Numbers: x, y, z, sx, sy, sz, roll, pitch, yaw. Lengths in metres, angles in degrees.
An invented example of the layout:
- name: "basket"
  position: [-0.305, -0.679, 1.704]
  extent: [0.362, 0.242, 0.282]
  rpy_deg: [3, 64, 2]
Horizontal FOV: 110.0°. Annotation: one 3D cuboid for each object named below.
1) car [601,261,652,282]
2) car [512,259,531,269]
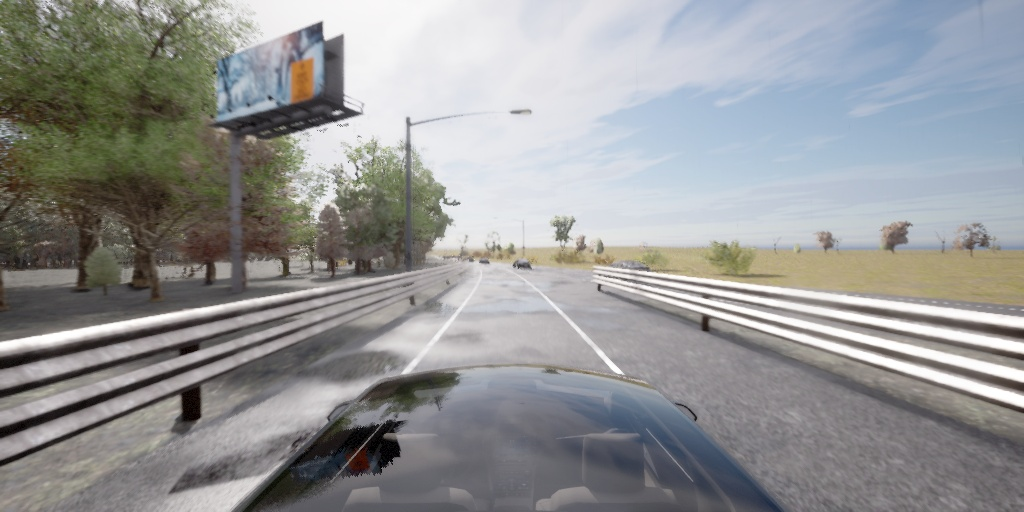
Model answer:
- name: "car"
  position: [7.926, 1.088, 25.573]
  extent: [2.128, 1.511, 4.902]
  rpy_deg: [-1, 0, -14]
- name: "car"
  position: [1.380, 1.143, 51.830]
  extent: [1.812, 1.442, 4.674]
  rpy_deg: [-1, 0, -14]
